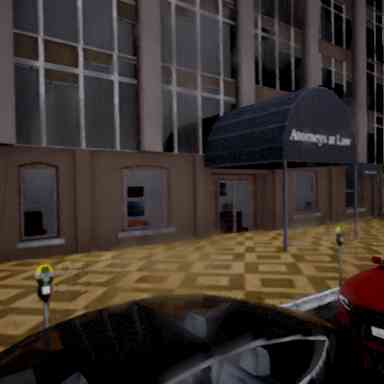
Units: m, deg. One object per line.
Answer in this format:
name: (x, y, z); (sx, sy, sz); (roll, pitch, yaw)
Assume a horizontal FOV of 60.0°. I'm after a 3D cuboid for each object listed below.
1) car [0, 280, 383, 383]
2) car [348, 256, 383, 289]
car: (-0.509, 1.548, 2.087); (4.313, 1.339, 1.947); (-1, 0, -35)
car: (4.141, 1.448, 5.355); (4.507, 1.381, 1.887); (-1, 0, -35)
